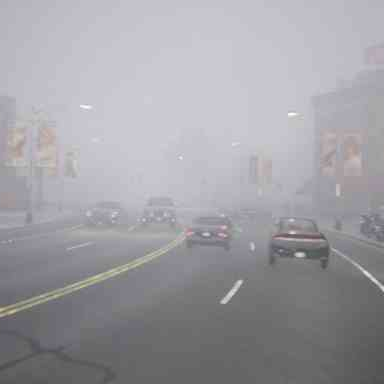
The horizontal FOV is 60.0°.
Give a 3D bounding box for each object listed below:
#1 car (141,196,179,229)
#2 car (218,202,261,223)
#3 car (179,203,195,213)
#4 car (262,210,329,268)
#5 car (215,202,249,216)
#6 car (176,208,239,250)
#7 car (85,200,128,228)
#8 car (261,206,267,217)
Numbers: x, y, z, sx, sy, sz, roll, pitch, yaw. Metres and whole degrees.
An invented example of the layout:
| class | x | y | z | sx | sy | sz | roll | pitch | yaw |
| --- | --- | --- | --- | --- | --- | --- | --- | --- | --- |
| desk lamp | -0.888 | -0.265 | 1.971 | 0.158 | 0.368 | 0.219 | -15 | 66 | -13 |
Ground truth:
| class | x | y | z | sx | sy | sz | roll | pitch | yaw |
| --- | --- | --- | --- | --- | --- | --- | --- | --- | --- |
| car | -2.184 | 1.344 | 23.301 | 2.150 | 2.045 | 5.566 | 2 | -1 | -3 |
| car | 4.004 | 1.821 | 29.478 | 2.128 | 1.511 | 4.902 | 2 | 0 | -9 |
| car | -0.834 | 1.848 | 35.328 | 1.895 | 1.301 | 4.718 | 2 | 0 | -16 |
| car | 3.759 | 1.684 | 12.258 | 2.128 | 1.511 | 4.902 | 2 | 0 | 13 |
| car | 4.684 | 1.945 | 39.634 | 2.002 | 1.452 | 4.674 | 2 | 0 | -20 |
| car | 0.922 | 1.687 | 15.102 | 2.033 | 1.411 | 5.357 | 1 | 0 | 9 |
| car | -5.696 | 1.374 | 22.614 | 2.097 | 1.767 | 4.553 | 1 | 0 | -2 |
| car | 6.445 | 2.024 | 34.180 | 1.895 | 1.301 | 4.718 | 2 | 0 | -10 |
